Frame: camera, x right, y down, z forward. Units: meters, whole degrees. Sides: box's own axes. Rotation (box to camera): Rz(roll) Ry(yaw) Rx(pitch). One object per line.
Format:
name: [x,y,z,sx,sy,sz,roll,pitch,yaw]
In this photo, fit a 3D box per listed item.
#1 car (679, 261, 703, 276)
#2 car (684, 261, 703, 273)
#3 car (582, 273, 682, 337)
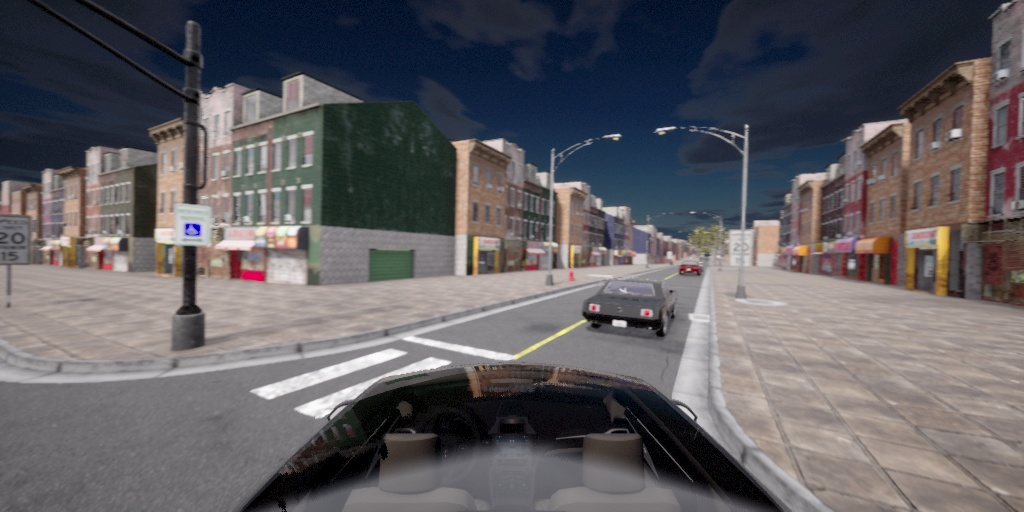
car: [18.960,1.243,38.119,1.882,1.535,5.008,2,1,29]
car: [23.983,1.388,47.323,1.994,1.385,4.181,2,1,29]
car: [3.615,1.299,10.375,1.895,1.301,4.718,2,1,29]
